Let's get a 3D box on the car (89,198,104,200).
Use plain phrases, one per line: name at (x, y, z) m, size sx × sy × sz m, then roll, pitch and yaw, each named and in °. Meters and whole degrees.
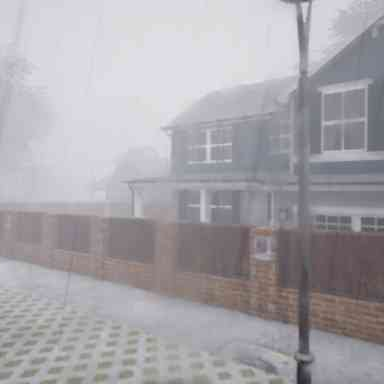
car at (-16.453, 1.821, 56.293) m, size 2.128 × 1.511 × 4.902 m, roll 1°, pitch 0°, yaw 36°
